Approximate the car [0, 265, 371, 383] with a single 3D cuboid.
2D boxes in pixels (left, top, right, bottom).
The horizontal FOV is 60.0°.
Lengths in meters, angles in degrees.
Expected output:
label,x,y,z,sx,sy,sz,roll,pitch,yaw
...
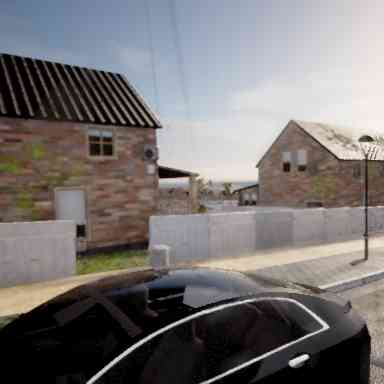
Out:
label,x,y,z,sx,sy,sz,roll,pitch,yaw
car,-0.433,1.508,2.710,4.892,1.490,1.837,0,0,-35
